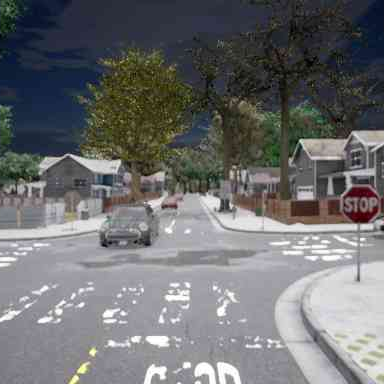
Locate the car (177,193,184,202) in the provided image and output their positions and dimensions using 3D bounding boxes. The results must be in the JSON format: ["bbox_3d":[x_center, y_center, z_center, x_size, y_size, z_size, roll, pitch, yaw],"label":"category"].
[{"bbox_3d":[-2.629,1.014,65.386,1.882,1.535,5.008,0,1,0],"label":"car"}]

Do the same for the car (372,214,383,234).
[{"bbox_3d":[10.346,1.145,14.147,4.902,1.511,2.128,-2,0,0],"label":"car"}]

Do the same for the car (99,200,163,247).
[{"bbox_3d":[-2.734,1.358,15.351,2.097,1.767,4.553,-1,1,0],"label":"car"}]

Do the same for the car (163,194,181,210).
[{"bbox_3d":[-2.675,1.318,40.436,1.882,1.535,5.008,0,1,0],"label":"car"}]
